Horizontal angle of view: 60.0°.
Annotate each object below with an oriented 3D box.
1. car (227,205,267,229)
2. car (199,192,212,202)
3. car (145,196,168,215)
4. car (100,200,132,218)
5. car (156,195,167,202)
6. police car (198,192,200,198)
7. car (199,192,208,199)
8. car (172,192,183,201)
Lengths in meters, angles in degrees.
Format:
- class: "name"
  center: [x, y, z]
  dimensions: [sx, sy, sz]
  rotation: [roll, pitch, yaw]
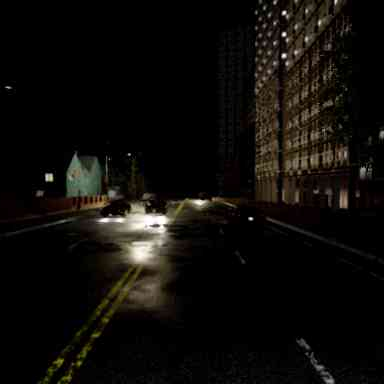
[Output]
- class: "car"
  center: [3.351, 1.493, 20.953]
  dimensions: [1.994, 1.385, 4.181]
  rotation: [0, 0, 0]
- class: "car"
  center: [3.255, 1.173, 73.316]
  dimensions: [2.097, 1.767, 4.553]
  rotation: [0, 0, 0]
- class: "car"
  center: [-3.344, 1.389, 31.903]
  dimensions: [2.128, 1.511, 4.902]
  rotation: [0, 0, 0]
- class: "car"
  center: [-6.598, 1.451, 29.549]
  dimensions: [2.033, 1.411, 5.357]
  rotation: [0, 0, 0]
- class: "car"
  center: [-6.495, 1.408, 71.488]
  dimensions: [1.895, 1.301, 4.718]
  rotation: [0, 0, 0]
- class: "police car"
  center: [3.255, 1.233, 84.460]
  dimensions: [1.930, 1.638, 5.238]
  rotation: [0, 0, 0]
- class: "car"
  center: [3.256, 1.021, 95.385]
  dimensions: [2.150, 2.045, 5.566]
  rotation: [0, 0, 0]
- class: "car"
  center: [-3.245, 0.989, 73.705]
  dimensions: [2.150, 2.045, 5.566]
  rotation: [0, 0, 0]
